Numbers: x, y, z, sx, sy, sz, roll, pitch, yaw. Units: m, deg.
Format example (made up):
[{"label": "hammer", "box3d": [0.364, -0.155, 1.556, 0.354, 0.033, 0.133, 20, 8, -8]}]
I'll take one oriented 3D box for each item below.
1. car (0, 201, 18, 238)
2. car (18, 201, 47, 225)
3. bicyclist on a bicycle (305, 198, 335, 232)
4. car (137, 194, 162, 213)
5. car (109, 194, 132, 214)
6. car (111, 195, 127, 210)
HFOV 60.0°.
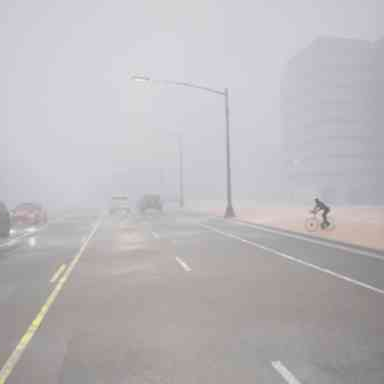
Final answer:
[{"label": "car", "box3d": [-10.746, 1.487, 16.412, 2.150, 2.045, 5.566, -2, 0, -13]}, {"label": "car", "box3d": [-12.963, 1.663, 26.325, 2.097, 1.767, 4.553, -2, 0, -13]}, {"label": "bicyclist on a bicycle", "box3d": [6.211, 1.108, 16.114, 1.656, 1.620, 0.582, -2, 0, -13]}, {"label": "car", "box3d": [-4.830, 1.294, 38.850, 2.150, 2.045, 5.566, -2, 0, -13]}, {"label": "car", "box3d": [-8.454, 1.392, 39.017, 2.150, 2.045, 5.566, -2, 0, -13]}, {"label": "car", "box3d": [-10.778, 1.439, 49.342, 2.150, 2.045, 5.566, -2, 0, -13]}]
